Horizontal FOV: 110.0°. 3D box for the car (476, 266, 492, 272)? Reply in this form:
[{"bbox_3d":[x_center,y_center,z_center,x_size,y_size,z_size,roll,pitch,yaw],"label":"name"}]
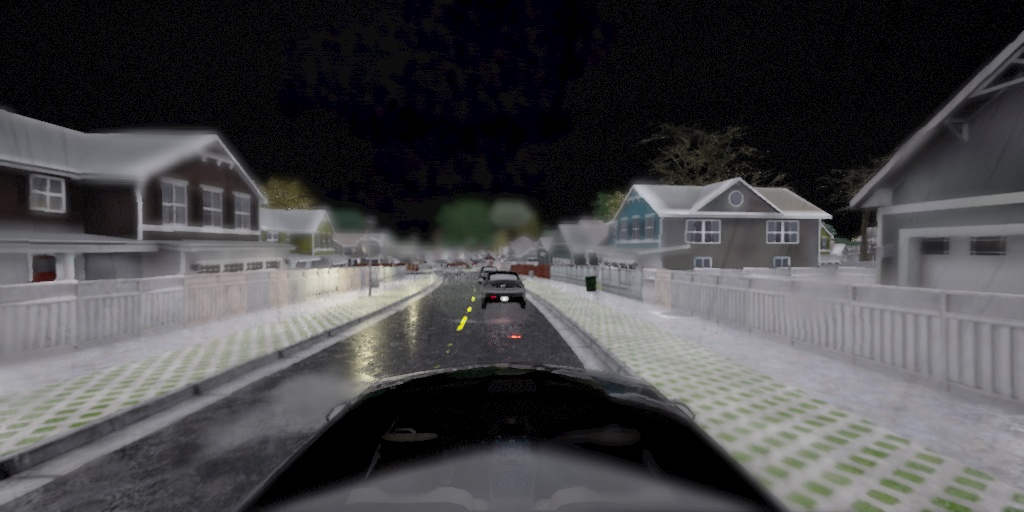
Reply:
[{"bbox_3d":[-2.022,1.642,31.302,1.837,1.490,4.892,0,-1,-8],"label":"car"}]

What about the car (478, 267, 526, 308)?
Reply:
[{"bbox_3d":[-0.441,1.417,16.258,1.837,1.490,4.892,0,0,-4],"label":"car"}]

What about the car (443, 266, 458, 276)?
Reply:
[{"bbox_3d":[-8.839,2.150,51.647,1.895,1.301,4.718,0,-1,-14],"label":"car"}]
